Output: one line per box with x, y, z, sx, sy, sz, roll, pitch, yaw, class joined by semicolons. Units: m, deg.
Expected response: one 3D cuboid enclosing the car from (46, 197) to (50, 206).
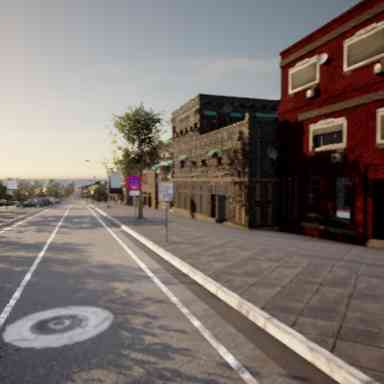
-32.119;2.133;66.764;5.566;2.045;2.435;-1;-1;-19;car

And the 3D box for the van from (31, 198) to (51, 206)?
-38.610;2.524;85.277;4.442;1.987;1.878;-1;-1;-19;van

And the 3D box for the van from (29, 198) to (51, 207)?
-36.556;2.408;80.056;4.442;1.987;1.878;-1;-1;-19;van

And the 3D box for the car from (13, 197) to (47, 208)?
-31.168;2.344;64.125;4.892;1.521;2.231;-1;0;-19;car

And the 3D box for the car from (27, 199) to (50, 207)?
-35.717;2.453;77.378;4.553;1.767;2.185;-1;-1;-19;car

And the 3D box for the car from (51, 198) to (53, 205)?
-34.862;2.276;74.713;5.566;2.045;2.435;-1;-1;-19;car
